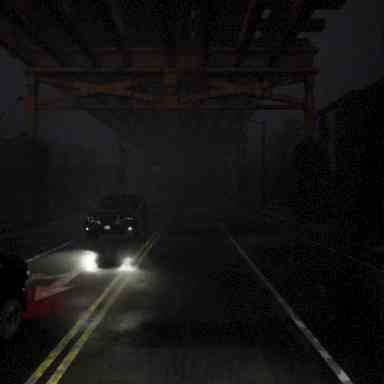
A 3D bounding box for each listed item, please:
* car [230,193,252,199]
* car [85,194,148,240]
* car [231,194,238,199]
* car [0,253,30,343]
[{"bbox_3d":[12.182,0.943,83.129,4.974,1.542,2.038,0,0,30],"label":"car"},{"bbox_3d":[-3.518,1.125,16.636,2.150,2.045,5.566,0,0,0],"label":"car"},{"bbox_3d":[12.227,0.786,83.103,4.536,1.218,1.853,0,0,30],"label":"car"},{"bbox_3d":[-3.592,1.471,3.558,2.128,1.511,4.902,0,0,0],"label":"car"}]
